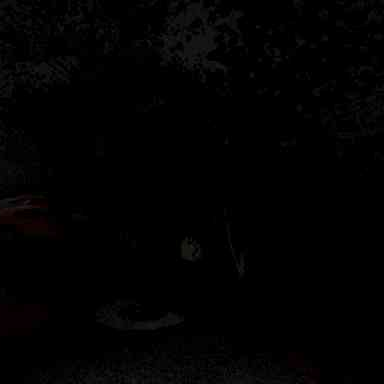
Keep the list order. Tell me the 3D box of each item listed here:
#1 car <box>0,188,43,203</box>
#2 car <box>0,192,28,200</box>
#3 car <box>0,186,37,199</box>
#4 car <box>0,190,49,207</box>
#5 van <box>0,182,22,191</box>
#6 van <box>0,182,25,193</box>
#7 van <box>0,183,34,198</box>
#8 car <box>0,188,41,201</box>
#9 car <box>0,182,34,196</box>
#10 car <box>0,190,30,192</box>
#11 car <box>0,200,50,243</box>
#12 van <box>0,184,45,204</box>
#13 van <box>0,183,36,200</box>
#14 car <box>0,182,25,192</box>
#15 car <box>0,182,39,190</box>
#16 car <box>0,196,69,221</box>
[{"bbox_3d":[-19.189,0.379,36.803,4.792,1.488,2.163,1,2,-30],"label":"car"},{"bbox_3d":[-8.156,1.100,17.598,4.553,1.767,2.185,1,2,-30],"label":"car"},{"bbox_3d":[-23.279,0.073,43.877,5.008,1.535,2.097,1,1,-30],"label":"car"},{"bbox_3d":[-16.420,0.596,31.865,4.792,1.488,2.163,1,2,-30],"label":"car"},{"bbox_3d":[-39.787,-1.193,72.849,4.442,1.987,1.878,1,1,-30],"label":"van"},{"bbox_3d":[-34.271,-0.847,63.245,4.442,1.987,1.878,1,1,-30],"label":"van"},{"bbox_3d":[-24.555,-0.238,46.329,4.442,1.987,1.878,1,1,-30],"label":"van"},{"bbox_3d":[-20.503,0.285,39.090,4.792,1.488,2.163,1,1,-30],"label":"car"},{"bbox_3d":[-27.438,-0.438,51.058,5.566,2.045,2.435,1,1,-30],"label":"car"},{"bbox_3d":[-12.421,0.892,24.586,5.366,1.575,1.946,1,2,-30],"label":"car"},{"bbox_3d":[-6.813,1.336,15.181,5.008,1.535,2.097,1,2,-30],"label":"car"},{"bbox_3d":[-17.726,0.230,34.439,4.442,1.987,1.878,1,2,-30],"label":"van"},{"bbox_3d":[-21.984,-0.065,41.401,4.442,1.987,1.878,1,1,-30],"label":"van"},{"bbox_3d":[-38.533,-1.135,70.374,5.566,2.045,2.435,1,1,-30],"label":"car"},{"bbox_3d":[-14.984,0.427,29.486,5.566,2.045,2.435,1,2,-30],"label":"car"},{"bbox_3d":[-10.886,1.049,22.278,4.674,1.452,2.002,1,2,-30],"label":"car"}]
